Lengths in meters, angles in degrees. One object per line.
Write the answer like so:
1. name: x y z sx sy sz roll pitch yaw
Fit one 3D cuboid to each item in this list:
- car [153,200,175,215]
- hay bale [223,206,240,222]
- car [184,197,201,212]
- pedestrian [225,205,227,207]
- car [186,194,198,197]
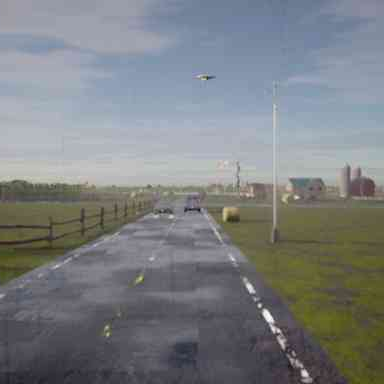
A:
1. car: -2.846 1.576 34.640 1.837 1.490 4.892 0 0 0
2. hay bale: 3.132 1.709 26.373 1.220 1.180 1.240 1 1 0
3. car: 0.049 1.646 39.685 1.994 1.385 4.181 0 0 0
4. pedestrian: 2.823 1.646 27.506 0.375 1.300 0.375 -1 1 3
5. car: 0.004 1.327 49.876 2.150 2.045 5.566 0 0 0
